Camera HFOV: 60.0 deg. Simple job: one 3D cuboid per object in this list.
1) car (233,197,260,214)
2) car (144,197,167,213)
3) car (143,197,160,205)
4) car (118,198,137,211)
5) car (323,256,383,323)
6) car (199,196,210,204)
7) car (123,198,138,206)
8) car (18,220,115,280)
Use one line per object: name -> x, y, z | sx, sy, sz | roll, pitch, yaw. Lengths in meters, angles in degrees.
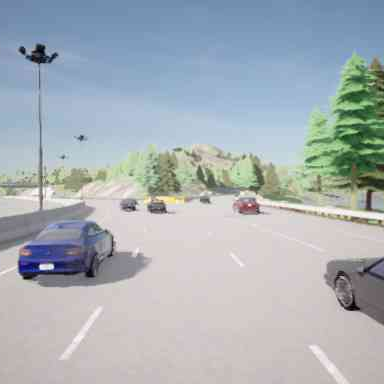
car -> 5.518, 1.292, 34.267 | 2.097, 1.767, 4.553 | -1, 0, -2
car -> -4.084, 1.581, 38.053 | 2.128, 1.511, 4.902 | -1, 0, -13
car -> -7.530, 1.636, 61.789 | 1.882, 1.535, 5.008 | 0, 0, -21
car -> -8.681, 1.711, 44.395 | 2.033, 1.411, 5.357 | -1, 0, -18
car -> 3.816, 1.493, 4.638 | 2.033, 1.411, 5.357 | -1, 0, -3
car -> 2.536, 1.512, 65.117 | 1.837, 1.490, 4.892 | -2, 0, -2
car -> -11.566, 1.784, 62.399 | 1.994, 1.385, 4.181 | -1, 0, -22
car -> -3.566, 1.587, 10.095 | 1.812, 1.442, 4.674 | 0, 0, -4
